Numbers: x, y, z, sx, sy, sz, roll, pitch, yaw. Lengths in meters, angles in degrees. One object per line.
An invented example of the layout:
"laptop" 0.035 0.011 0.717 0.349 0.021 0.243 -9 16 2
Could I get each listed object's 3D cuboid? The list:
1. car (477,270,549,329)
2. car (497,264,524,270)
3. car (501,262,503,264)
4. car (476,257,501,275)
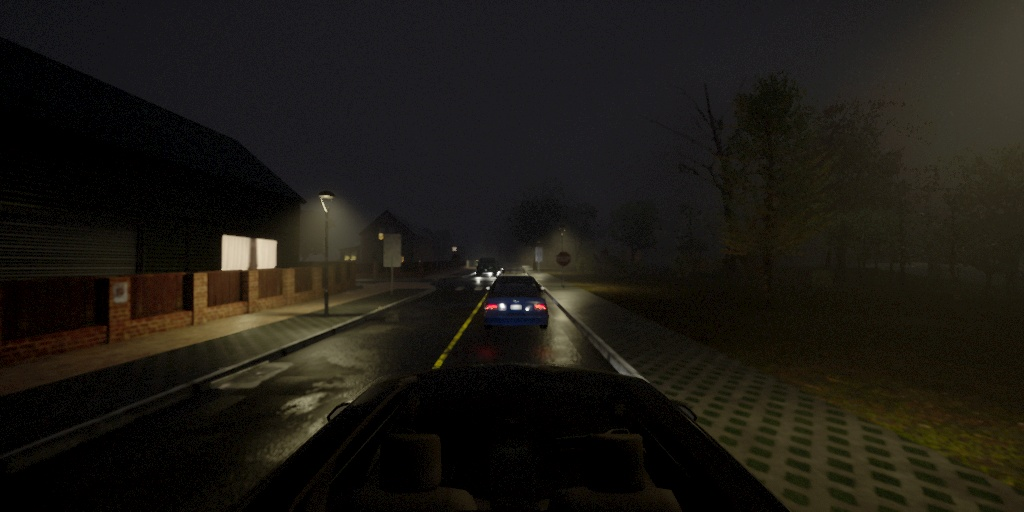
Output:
"car" 0.107 1.334 11.436 2.033 1.411 5.357 0 0 0
"car" 0.129 1.455 26.203 1.895 1.301 4.718 0 0 0
"car" -2.726 1.505 54.923 2.128 1.511 4.902 0 0 0
"car" -2.778 1.153 40.752 2.150 2.045 5.566 0 0 0
